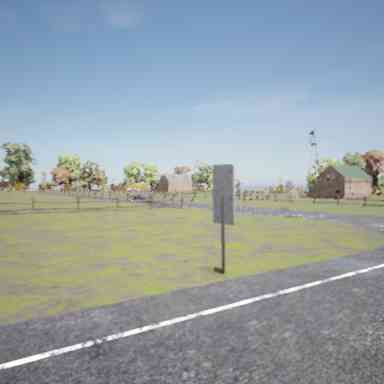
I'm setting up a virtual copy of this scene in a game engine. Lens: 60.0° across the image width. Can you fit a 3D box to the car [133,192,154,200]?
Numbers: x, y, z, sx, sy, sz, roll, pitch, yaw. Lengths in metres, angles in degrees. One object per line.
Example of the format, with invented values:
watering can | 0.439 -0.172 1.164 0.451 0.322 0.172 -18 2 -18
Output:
car | -7.786 0.802 52.454 1.812 1.442 4.674 -1 1 -35
